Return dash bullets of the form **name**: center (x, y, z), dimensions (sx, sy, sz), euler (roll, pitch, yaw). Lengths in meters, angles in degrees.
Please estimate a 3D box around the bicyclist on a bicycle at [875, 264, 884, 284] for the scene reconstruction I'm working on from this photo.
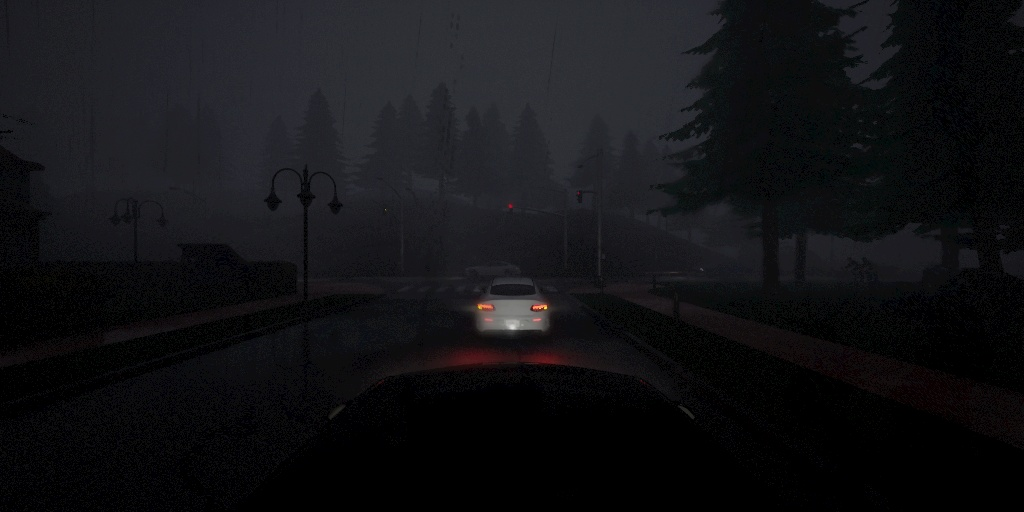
- **bicyclist on a bicycle**: center (21.777, 0.892, 21.987), dimensions (0.582, 1.620, 1.656), euler (0, 0, -14)

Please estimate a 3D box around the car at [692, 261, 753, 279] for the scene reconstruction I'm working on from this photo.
- **car**: center (17.516, 1.113, 29.916), dimensions (4.674, 1.442, 1.812), euler (0, 0, 0)

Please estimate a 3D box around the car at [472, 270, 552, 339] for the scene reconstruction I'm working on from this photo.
- **car**: center (0.021, 1.276, 9.964), dimensions (1.812, 1.442, 4.674), euler (0, 0, 0)

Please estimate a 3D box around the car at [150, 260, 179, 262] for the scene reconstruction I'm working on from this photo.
- **car**: center (-29.230, 1.079, 29.599), dimensions (4.902, 1.511, 2.128), euler (0, 0, 0)

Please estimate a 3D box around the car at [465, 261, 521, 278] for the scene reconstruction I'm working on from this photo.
- **car**: center (-1.572, 1.115, 29.791), dimensions (4.674, 1.442, 1.812), euler (0, 0, 0)

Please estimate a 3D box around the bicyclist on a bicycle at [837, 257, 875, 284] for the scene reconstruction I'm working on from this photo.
- **bicyclist on a bicycle**: center (21.130, 0.891, 22.247), dimensions (0.582, 1.620, 1.656), euler (0, 0, -16)
